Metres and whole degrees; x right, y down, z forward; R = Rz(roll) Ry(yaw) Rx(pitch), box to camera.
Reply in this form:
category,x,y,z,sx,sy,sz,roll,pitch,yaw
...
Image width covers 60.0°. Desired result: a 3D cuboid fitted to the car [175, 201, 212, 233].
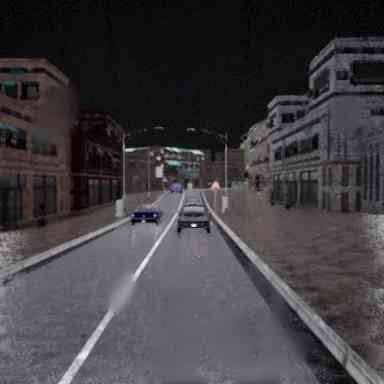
category,x,y,z,sx,sy,sz,roll,pitch,yaw
car,0.095,1.495,19.808,1.837,1.490,4.892,0,0,0

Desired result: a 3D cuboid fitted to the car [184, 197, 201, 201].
category,x,y,z,sx,sy,sz,roll,pitch,yaw
car,0.090,1.242,38.750,2.033,1.411,5.357,0,2,0

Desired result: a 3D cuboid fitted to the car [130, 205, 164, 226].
category,x,y,z,sx,sy,sz,roll,pitch,yaw
car,-3.105,1.588,23.568,1.895,1.301,4.718,0,0,0

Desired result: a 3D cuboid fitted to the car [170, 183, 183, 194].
category,x,y,z,sx,sy,sz,roll,pitch,yaw
car,-3.023,-0.678,64.958,2.150,2.045,5.566,0,4,1
